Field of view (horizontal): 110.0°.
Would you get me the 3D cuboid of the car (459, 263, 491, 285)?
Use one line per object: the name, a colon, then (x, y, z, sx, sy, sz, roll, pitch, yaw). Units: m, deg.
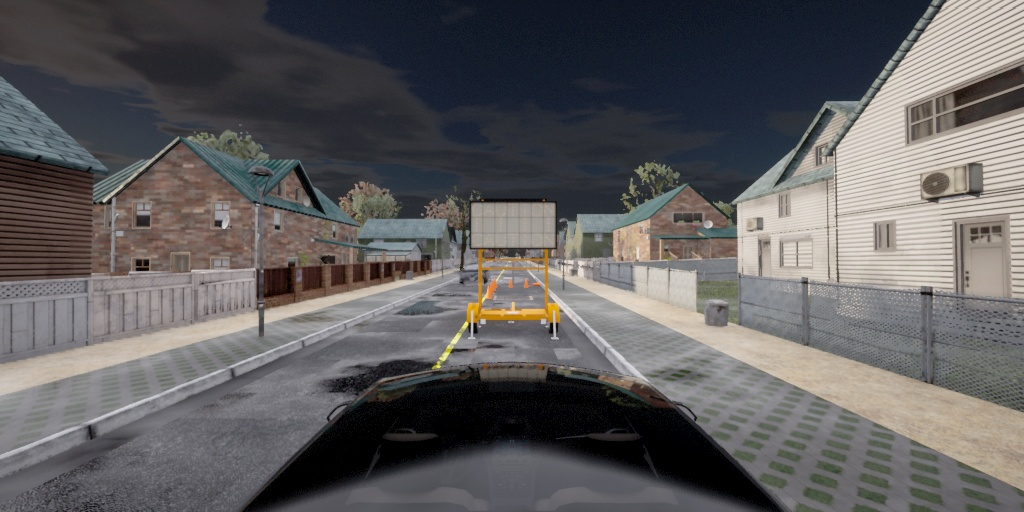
car: (-2.655, 1.281, 26.205, 1.812, 1.442, 4.674, 0, 0, 0)

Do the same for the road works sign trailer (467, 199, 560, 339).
road works sign trailer: (0.035, 0.217, 10.013, 2.380, 3.560, 2.880, 0, 0, 0)
